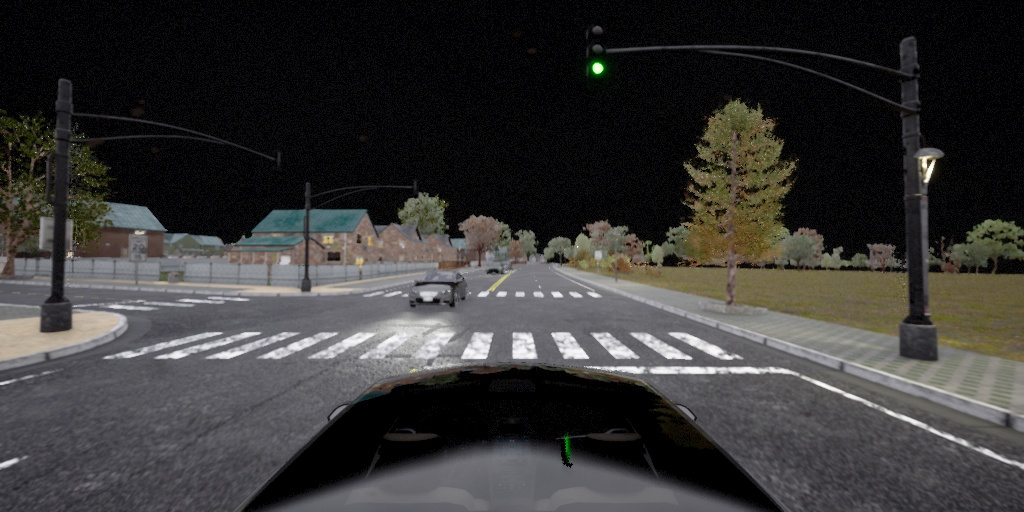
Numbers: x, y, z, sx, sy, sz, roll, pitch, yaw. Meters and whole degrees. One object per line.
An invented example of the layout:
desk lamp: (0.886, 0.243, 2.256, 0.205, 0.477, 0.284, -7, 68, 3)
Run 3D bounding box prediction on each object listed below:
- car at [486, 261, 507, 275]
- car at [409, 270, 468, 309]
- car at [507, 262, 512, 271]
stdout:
car: (-2.101, 1.498, 45.690, 2.097, 1.767, 4.553, 0, -1, 3)
car: (-3.106, 1.369, 15.896, 2.128, 1.511, 4.902, 0, -1, 1)
car: (-0.956, 1.813, 64.672, 2.128, 1.511, 4.902, 0, -1, 4)
